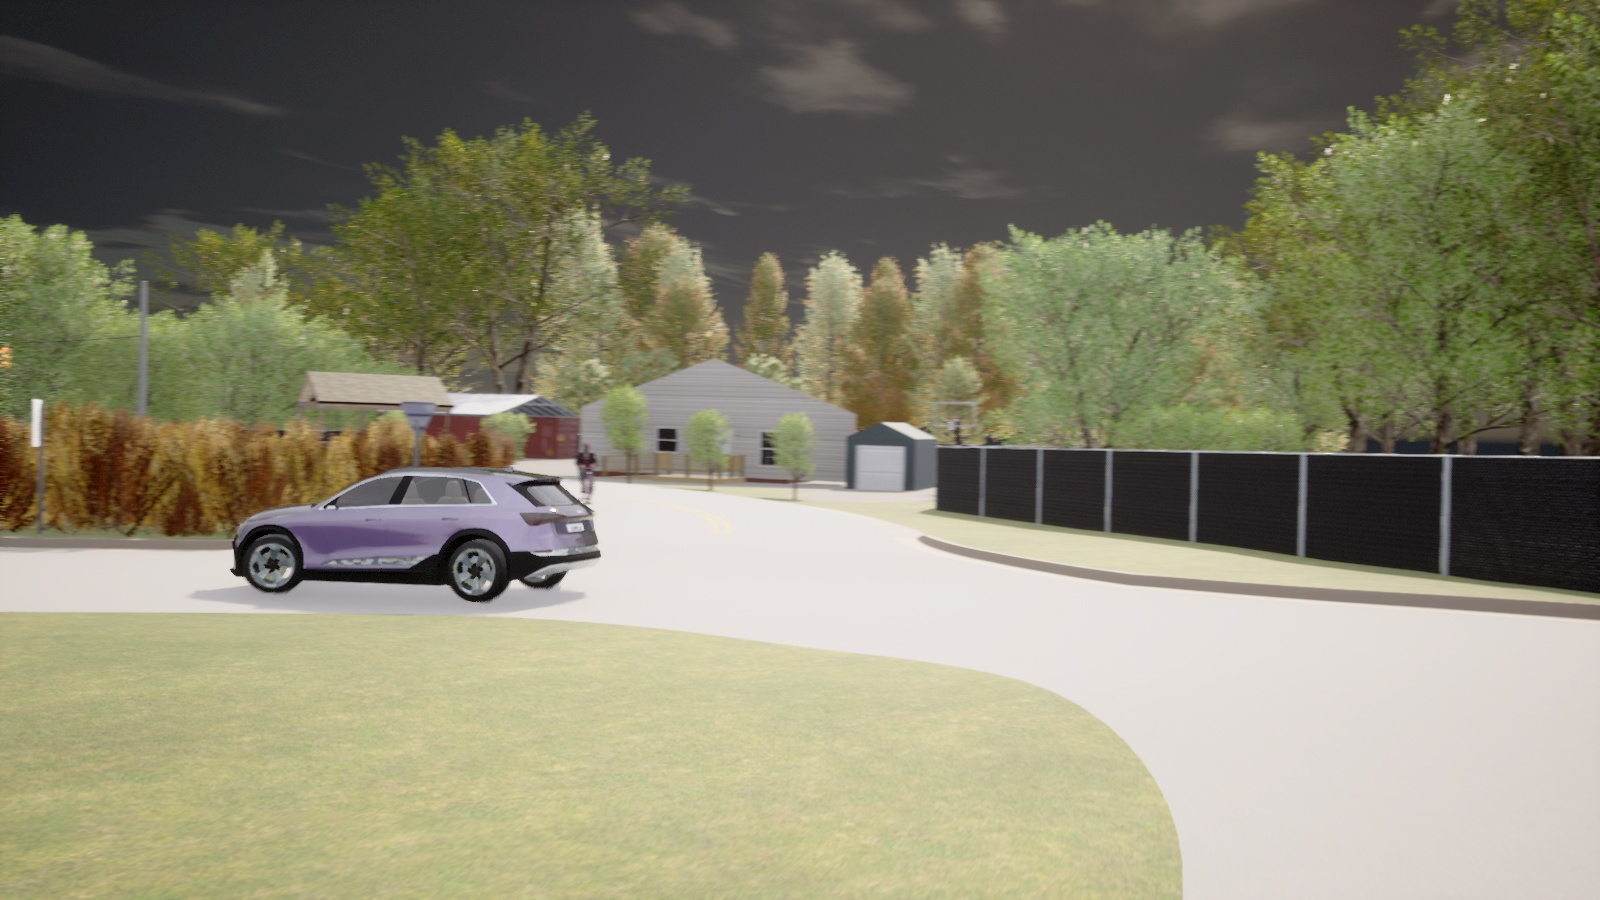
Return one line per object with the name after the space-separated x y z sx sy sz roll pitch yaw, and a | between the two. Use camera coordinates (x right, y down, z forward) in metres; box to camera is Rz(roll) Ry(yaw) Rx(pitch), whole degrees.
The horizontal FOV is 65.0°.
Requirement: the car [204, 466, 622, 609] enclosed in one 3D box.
-4.983 1.047 16.349 4.856 1.649 2.033 0 -1 15 | car

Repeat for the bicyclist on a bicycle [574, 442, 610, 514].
-5.355 0.687 32.319 0.659 1.776 1.843 0 1 -17 | bicyclist on a bicycle
